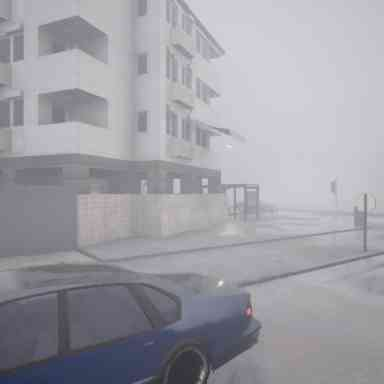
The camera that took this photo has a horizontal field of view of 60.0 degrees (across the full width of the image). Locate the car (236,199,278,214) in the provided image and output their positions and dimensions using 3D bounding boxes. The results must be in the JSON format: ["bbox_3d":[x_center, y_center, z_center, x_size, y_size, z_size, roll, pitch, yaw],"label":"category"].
[{"bbox_3d":[6.726,1.491,34.863,2.128,1.511,4.902,0,0,-36],"label":"car"}]

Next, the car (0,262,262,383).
[{"bbox_3d":[-1.652,1.547,3.423,5.357,1.411,2.033,0,0,-36],"label":"car"}]
